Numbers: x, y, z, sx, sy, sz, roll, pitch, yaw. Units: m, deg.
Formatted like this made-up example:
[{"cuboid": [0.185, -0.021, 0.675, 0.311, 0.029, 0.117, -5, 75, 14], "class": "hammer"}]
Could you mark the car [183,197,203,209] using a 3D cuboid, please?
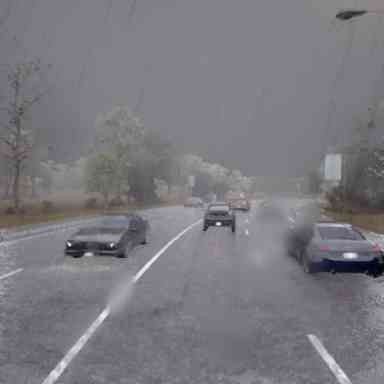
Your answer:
[{"cuboid": [0.238, 1.469, 45.459, 1.837, 1.490, 4.892, 0, 0, 18], "class": "car"}]

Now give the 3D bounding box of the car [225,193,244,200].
[{"cuboid": [7.024, 1.208, 54.099, 2.150, 2.045, 5.566, 0, 0, 22], "class": "car"}]

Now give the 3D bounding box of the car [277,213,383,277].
[{"cuboid": [4.147, 1.571, 10.375, 1.994, 1.385, 4.181, 0, 0, 4], "class": "car"}]

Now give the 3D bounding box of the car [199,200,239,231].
[{"cuboid": [1.815, 1.499, 20.679, 1.837, 1.490, 4.892, 0, 0, 8], "class": "car"}]

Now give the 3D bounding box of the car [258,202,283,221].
[{"cuboid": [6.492, 1.556, 27.317, 2.033, 1.411, 5.357, 0, 0, 11], "class": "car"}]

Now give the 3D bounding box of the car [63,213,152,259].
[{"cuboid": [-2.904, 1.530, 12.813, 2.033, 1.411, 5.357, 0, 0, 5], "class": "car"}]

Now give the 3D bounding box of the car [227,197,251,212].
[{"cuboid": [5.639, 1.561, 38.478, 1.994, 1.385, 4.181, 0, 0, 15], "class": "car"}]
